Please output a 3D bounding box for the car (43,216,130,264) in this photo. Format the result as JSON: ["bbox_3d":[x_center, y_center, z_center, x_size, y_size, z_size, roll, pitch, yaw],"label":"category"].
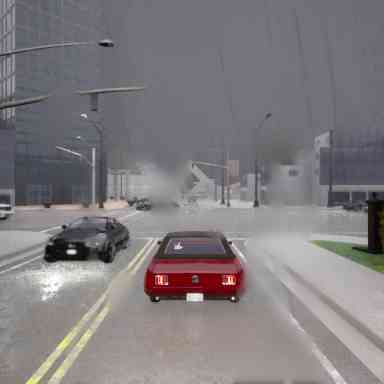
[{"bbox_3d":[-3.501,1.563,11.750,1.994,1.385,4.181,0,0,1],"label":"car"}]

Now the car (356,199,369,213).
[{"bbox_3d":[19.867,1.480,34.099,4.674,1.442,1.812,0,0,-1],"label":"car"}]

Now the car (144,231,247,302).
[{"bbox_3d":[0.068,1.601,8.189,1.895,1.301,4.718,0,0,0],"label":"car"}]

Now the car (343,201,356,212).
[{"bbox_3d":[19.361,1.520,37.594,4.181,1.385,1.994,0,0,-1],"label":"car"}]

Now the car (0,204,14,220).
[{"bbox_3d":[-17.346,1.339,26.585,5.566,2.045,2.150,-1,0,0],"label":"car"}]

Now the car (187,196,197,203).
[{"bbox_3d":[0.080,1.547,67.136,2.033,1.411,5.357,0,0,1],"label":"car"}]

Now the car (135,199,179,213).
[{"bbox_3d":[-3.865,1.517,37.394,4.902,1.511,2.128,0,0,0],"label":"car"}]
